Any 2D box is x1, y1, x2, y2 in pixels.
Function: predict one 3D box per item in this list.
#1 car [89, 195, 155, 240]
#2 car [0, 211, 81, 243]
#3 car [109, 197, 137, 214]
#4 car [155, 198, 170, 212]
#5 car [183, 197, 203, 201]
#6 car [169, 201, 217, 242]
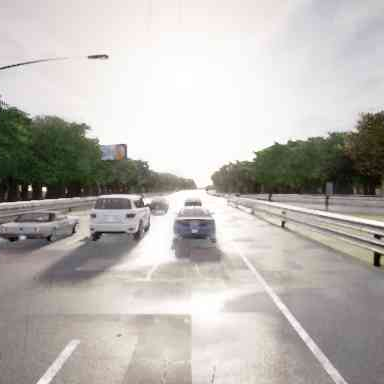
[{"bbox_3d":[-3.393,1.153,16.589,2.150,2.045,5.566,0,0,0],"label":"car"},{"bbox_3d":[-6.894,1.539,15.768,1.895,1.301,4.718,0,0,0],"label":"car"},{"bbox_3d":[-6.888,1.307,33.758,1.837,1.490,4.892,0,0,0],"label":"car"},{"bbox_3d":[-3.387,1.321,34.775,1.812,1.442,4.674,0,0,0],"label":"car"},{"bbox_3d":[0.114,1.270,35.285,1.882,1.535,5.008,0,0,0],"label":"car"},{"bbox_3d":[0.106,1.413,15.983,1.882,1.535,5.008,0,0,0],"label":"car"}]
